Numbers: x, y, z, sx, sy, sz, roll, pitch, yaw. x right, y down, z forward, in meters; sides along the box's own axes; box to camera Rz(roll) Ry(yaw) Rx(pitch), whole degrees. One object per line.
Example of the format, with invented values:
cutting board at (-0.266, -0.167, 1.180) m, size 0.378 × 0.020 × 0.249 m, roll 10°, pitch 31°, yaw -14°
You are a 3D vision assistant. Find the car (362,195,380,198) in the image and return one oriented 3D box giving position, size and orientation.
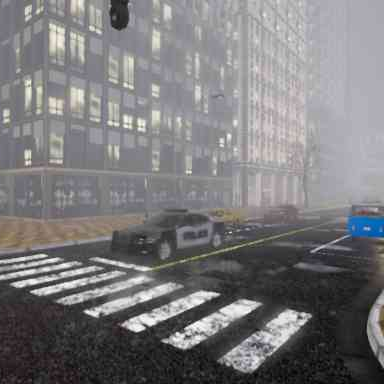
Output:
car at (31.179, 1.369, 58.207) m, size 2.192 × 1.841 × 5.009 m, roll 0°, pitch 0°, yaw 38°

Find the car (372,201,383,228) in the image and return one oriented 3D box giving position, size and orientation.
car at (13.679, 1.469, 22.531) m, size 1.967 × 1.590 × 4.097 m, roll 0°, pitch 0°, yaw 38°

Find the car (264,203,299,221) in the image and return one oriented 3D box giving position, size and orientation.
car at (7.433, 1.590, 27.336) m, size 1.802 × 1.307 × 4.206 m, roll 0°, pitch 0°, yaw 38°

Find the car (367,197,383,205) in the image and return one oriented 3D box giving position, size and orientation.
car at (34.570, 1.613, 62.617) m, size 2.008 × 1.369 × 4.403 m, roll 0°, pitch 0°, yaw 38°

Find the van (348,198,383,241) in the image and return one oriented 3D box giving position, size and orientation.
van at (8.719, 1.364, 15.900) m, size 1.690 × 1.788 × 3.998 m, roll 0°, pitch 0°, yaw 38°

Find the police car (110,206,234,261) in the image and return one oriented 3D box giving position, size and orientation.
police car at (-0.708, 1.428, 12.552) m, size 1.930 × 1.638 × 5.238 m, roll 0°, pitch 0°, yaw 38°

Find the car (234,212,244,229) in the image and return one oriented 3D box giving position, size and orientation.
car at (1.328, 1.525, 19.611) m, size 1.752 × 1.417 × 4.829 m, roll 0°, pitch 0°, yaw 38°
